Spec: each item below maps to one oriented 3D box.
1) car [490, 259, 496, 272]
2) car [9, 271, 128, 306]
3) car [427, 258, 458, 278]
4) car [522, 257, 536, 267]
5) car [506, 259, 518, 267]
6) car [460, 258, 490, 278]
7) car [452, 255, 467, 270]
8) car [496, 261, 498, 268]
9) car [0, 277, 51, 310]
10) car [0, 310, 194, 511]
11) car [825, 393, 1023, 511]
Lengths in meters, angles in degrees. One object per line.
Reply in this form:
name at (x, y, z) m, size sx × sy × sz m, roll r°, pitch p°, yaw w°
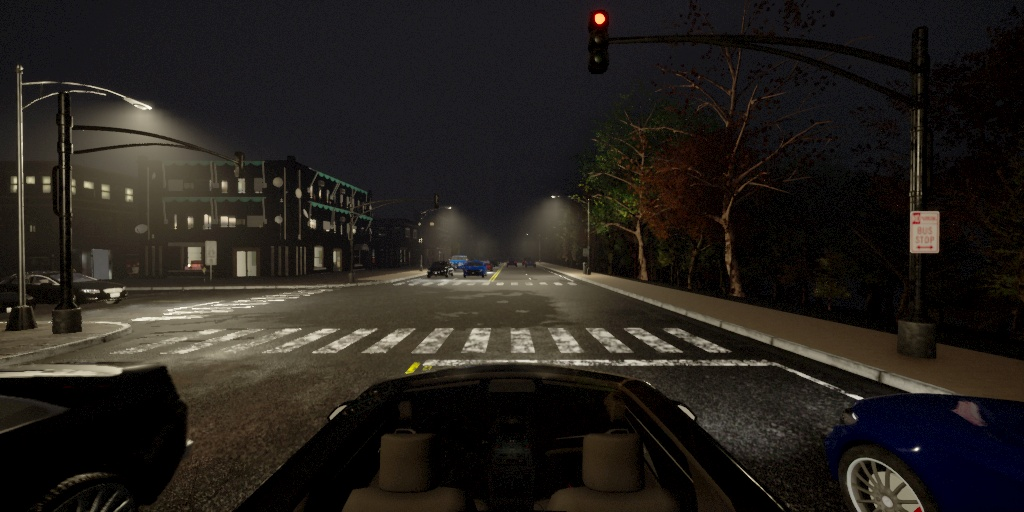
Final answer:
car at (-3.435, 1.299, 45.626) m, size 1.994 × 1.385 × 4.181 m, roll 0°, pitch 0°, yaw 0°
car at (-19.649, 1.459, 15.525) m, size 4.902 × 1.511 × 2.128 m, roll -1°, pitch 1°, yaw 0°
car at (-6.661, 1.245, 33.797) m, size 1.837 × 1.490 × 4.892 m, roll 0°, pitch 0°, yaw 0°
car at (3.234, 1.274, 63.655) m, size 2.033 × 1.411 × 5.357 m, roll 0°, pitch 0°, yaw 0°
car at (-0.030, 1.252, 64.933) m, size 1.812 × 1.442 × 4.674 m, roll 0°, pitch 0°, yaw 0°
car at (-3.415, 1.218, 33.866) m, size 1.882 × 1.535 × 5.008 m, roll 0°, pitch 0°, yaw 0°
car at (-6.686, 0.956, 45.134) m, size 2.150 × 2.045 × 5.566 m, roll 0°, pitch 0°, yaw 0°
car at (-3.425, 1.292, 62.171) m, size 1.994 × 1.385 × 4.181 m, roll 0°, pitch 0°, yaw 0°
car at (-19.969, 1.565, 12.818) m, size 4.313 × 1.339 × 1.948 m, roll 0°, pitch 0°, yaw 0°
car at (-3.347, 1.242, 0.637) m, size 2.128 × 1.511 × 4.902 m, roll 0°, pitch 0°, yaw 0°
car at (3.358, 1.276, 0.850) m, size 1.812 × 1.442 × 4.674 m, roll 0°, pitch 0°, yaw 1°
